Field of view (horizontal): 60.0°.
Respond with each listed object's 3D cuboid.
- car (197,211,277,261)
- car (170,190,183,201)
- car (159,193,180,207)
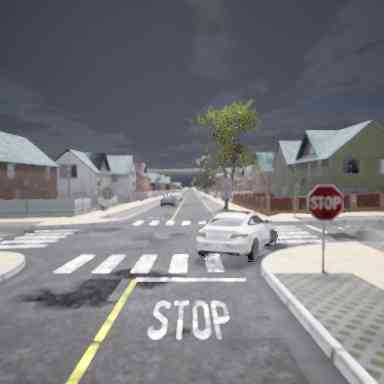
[{"bbox_3d":[1.673,1.414,11.851,1.812,1.442,4.674,0,1,24],"label":"car"},{"bbox_3d":[-2.967,0.591,63.823,2.150,2.045,5.566,0,0,0],"label":"car"},{"bbox_3d":[-2.989,1.143,41.992,2.033,1.411,5.357,0,1,0],"label":"car"}]
